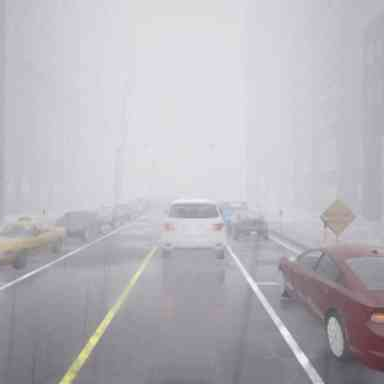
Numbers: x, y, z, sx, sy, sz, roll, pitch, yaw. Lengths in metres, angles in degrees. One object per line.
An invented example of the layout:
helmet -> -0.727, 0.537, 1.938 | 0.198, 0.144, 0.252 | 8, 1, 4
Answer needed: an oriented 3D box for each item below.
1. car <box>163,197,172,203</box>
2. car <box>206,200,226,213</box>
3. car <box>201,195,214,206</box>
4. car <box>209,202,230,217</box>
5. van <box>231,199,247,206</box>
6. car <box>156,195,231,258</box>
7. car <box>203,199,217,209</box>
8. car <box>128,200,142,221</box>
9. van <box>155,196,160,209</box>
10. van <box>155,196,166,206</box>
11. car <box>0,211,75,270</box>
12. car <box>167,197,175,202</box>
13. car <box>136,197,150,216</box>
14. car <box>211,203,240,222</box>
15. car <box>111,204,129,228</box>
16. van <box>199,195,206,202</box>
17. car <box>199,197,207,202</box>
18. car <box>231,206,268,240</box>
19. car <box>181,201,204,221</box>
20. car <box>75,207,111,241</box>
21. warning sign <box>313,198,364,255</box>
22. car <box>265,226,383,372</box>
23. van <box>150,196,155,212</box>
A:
car -> -5.764, 1.878, 79.021 | 1.887, 1.381, 4.507 | 0, 0, 0
car -> 2.761, 1.701, 39.581 | 2.008, 1.369, 4.403 | 0, 0, 0
car -> 2.761, 1.566, 62.126 | 2.192, 1.841, 5.009 | 0, 0, 0
car -> 2.761, 1.709, 33.945 | 1.802, 1.307, 4.206 | 0, 0, 0
van -> 2.761, 1.423, 22.673 | 1.690, 1.788, 3.998 | 0, 0, 0
car -> 0.065, 1.269, 13.090 | 2.150, 2.045, 5.566 | 0, 0, 0
car -> 2.761, 1.745, 50.853 | 1.887, 1.381, 4.507 | 0, 0, 0
car -> -5.764, 1.669, 28.292 | 1.947, 1.339, 4.313 | 0, 0, 0
van -> -5.764, 1.516, 45.203 | 1.690, 1.788, 3.998 | 0, 0, 0
van -> -5.764, 1.592, 62.111 | 1.690, 1.788, 3.998 | 0, 0, 0
car -> -5.763, 1.564, 11.212 | 1.752, 1.417, 4.829 | 0, 0, 0
car -> -5.764, 1.957, 90.294 | 1.947, 1.339, 4.313 | 0, 0, 0
car -> -5.764, 1.566, 33.930 | 1.967, 1.590, 4.097 | 0, 0, 0
car -> 2.761, 1.655, 28.309 | 2.008, 1.369, 4.403 | 0, 0, 0
car -> -5.763, 1.663, 22.656 | 1.802, 1.307, 4.206 | 0, 0, 0
van -> 2.761, 1.733, 90.307 | 1.690, 1.788, 3.998 | 0, 0, 0
car -> 2.761, 1.889, 84.840 | 1.752, 1.417, 4.829 | 0, 0, 0
car -> 2.761, 1.611, 17.036 | 2.008, 1.369, 4.403 | 0, 0, 0
car -> 0.073, 1.614, 29.370 | 1.837, 1.490, 4.892 | 0, 0, 0
car -> -5.763, 1.626, 17.019 | 1.947, 1.339, 4.313 | 0, 0, 0
warning sign -> 5.069, 1.156, 11.620 | 1.300, 1.860, 1.060 | 0, 0, 0
car -> 2.762, 1.565, 5.764 | 1.887, 1.381, 4.507 | 0, 0, 0
van -> -5.764, 1.491, 39.566 | 1.690, 1.788, 3.998 | 0, 0, 0
